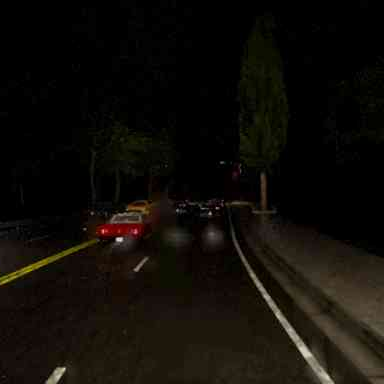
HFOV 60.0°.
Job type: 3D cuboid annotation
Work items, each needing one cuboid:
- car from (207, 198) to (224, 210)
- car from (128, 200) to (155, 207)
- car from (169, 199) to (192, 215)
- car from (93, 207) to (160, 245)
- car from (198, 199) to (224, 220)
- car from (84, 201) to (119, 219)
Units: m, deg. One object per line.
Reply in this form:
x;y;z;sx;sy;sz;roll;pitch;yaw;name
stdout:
3.042;1.520;42.421;1.994;1.385;4.181;-1;0;6;car
-4.780;1.531;31.210;1.882;1.535;5.008;-1;0;6;car
-1.096;1.494;33.396;2.128;1.511;4.902;-1;0;6;car
-2.733;1.615;15.547;1.895;1.301;4.718;-1;0;4;car
1.571;1.445;27.286;2.128;1.511;4.902;-1;0;6;car
-8.135;1.605;30.294;1.837;1.490;4.892;-1;0;6;car
